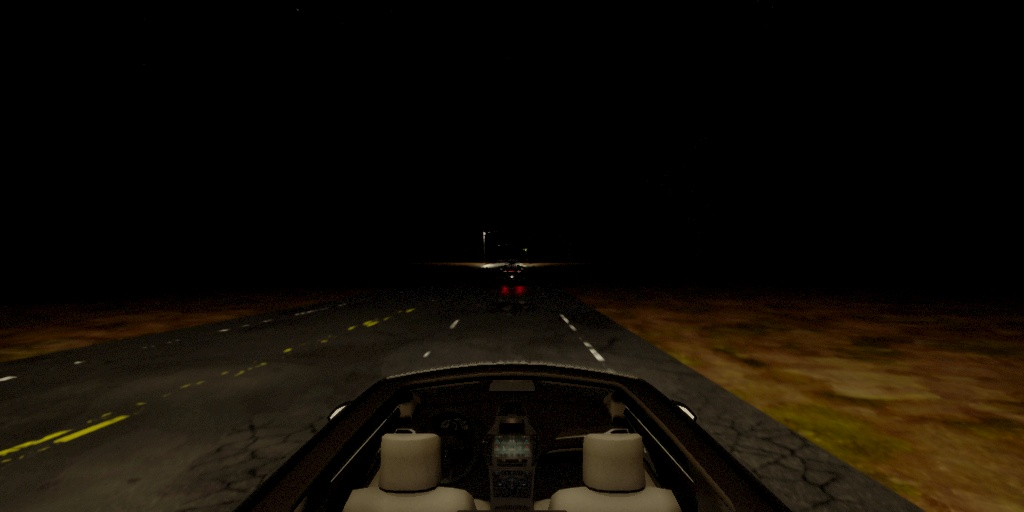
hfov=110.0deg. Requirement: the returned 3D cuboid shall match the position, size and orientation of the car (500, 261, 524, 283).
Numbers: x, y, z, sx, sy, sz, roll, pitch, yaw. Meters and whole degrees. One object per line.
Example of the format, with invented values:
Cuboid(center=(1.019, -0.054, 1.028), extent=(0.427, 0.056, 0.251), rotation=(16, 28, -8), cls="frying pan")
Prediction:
Cuboid(center=(0.000, 1.448, 30.724), extent=(2.128, 1.511, 4.902), rotation=(0, 0, 0), cls="car")
